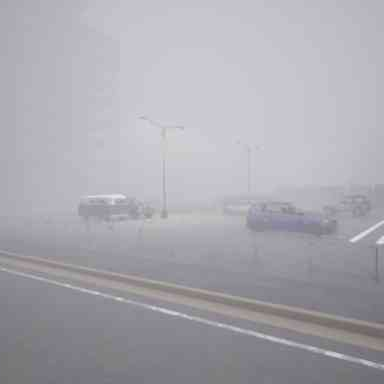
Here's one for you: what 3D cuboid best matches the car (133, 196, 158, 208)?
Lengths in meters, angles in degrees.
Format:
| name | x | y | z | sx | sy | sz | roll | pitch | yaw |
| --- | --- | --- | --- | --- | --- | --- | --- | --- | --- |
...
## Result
| name | x | y | z | sx | sy | sz | roll | pitch | yaw |
| --- | --- | --- | --- | --- | --- | --- | --- | --- | --- |
| car | -9.163 | 1.858 | 67.983 | 1.882 | 1.535 | 5.008 | -1 | -1 | 36 |

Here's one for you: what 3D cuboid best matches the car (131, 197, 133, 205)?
| name | x | y | z | sx | sy | sz | roll | pitch | yaw |
| --- | --- | --- | --- | --- | --- | --- | --- | --- | --- |
| car | -13.445 | 1.861 | 88.193 | 1.851 | 1.617 | 3.988 | -1 | 0 | 36 |

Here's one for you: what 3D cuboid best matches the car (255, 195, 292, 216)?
| name | x | y | z | sx | sy | sz | roll | pitch | yaw |
| --- | --- | --- | --- | --- | --- | --- | --- | --- | --- |
| car | 8.010 | 1.288 | 36.370 | 4.605 | 1.855 | 1.932 | -1 | 0 | 36 |

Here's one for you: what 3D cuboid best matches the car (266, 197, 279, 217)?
| name | x | y | z | sx | sy | sz | roll | pitch | yaw |
| --- | --- | --- | --- | --- | --- | --- | --- | --- | --- |
| car | 6.487 | 1.498 | 34.161 | 3.905 | 1.438 | 1.784 | -1 | 0 | 36 |

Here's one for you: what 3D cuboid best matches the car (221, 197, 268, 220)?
| name | x | y | z | sx | sy | sz | roll | pitch | yaw |
| --- | --- | --- | --- | --- | --- | --- | --- | --- | --- |
| car | 4.797 | 1.530 | 31.811 | 3.806 | 1.475 | 1.970 | -1 | 0 | 36 |
